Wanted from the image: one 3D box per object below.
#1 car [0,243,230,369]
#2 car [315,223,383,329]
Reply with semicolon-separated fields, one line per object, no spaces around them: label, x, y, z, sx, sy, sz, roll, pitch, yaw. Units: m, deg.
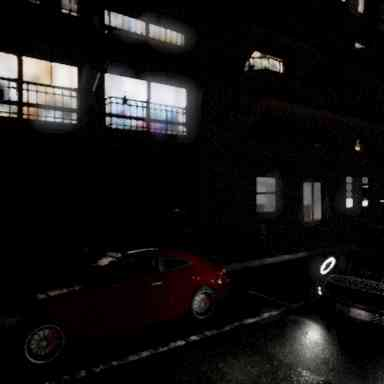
car;-1.204;1.593;5.679;4.206;1.307;1.802;0;-1;-36
car;4.499;1.369;6.638;4.553;1.767;2.097;0;0;-36
